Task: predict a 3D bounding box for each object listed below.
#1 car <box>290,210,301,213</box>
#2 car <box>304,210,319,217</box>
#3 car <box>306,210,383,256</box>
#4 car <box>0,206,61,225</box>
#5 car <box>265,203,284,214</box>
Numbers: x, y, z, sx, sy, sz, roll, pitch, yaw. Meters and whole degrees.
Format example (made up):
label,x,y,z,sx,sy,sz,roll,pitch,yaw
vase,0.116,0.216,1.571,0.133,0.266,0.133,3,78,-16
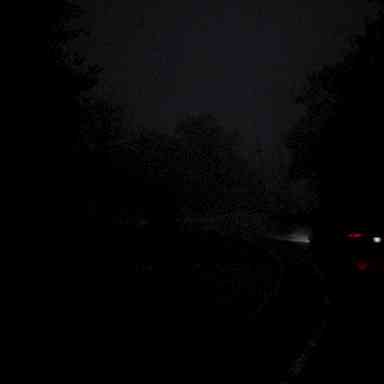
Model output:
label,x,y,z,sx,sy,sz,roll,pitch,yaw
car,23.049,4.712,74.065,1.994,1.385,4.181,-1,-5,31
car,25.991,4.643,72.166,2.033,1.411,5.357,-1,-5,31
car,6.372,1.660,13.599,1.994,1.385,4.181,-1,-1,-3
car,-13.833,1.955,28.205,5.008,1.535,1.882,-1,-1,-9
car,15.211,3.061,61.000,2.150,2.045,5.566,-1,-6,31
